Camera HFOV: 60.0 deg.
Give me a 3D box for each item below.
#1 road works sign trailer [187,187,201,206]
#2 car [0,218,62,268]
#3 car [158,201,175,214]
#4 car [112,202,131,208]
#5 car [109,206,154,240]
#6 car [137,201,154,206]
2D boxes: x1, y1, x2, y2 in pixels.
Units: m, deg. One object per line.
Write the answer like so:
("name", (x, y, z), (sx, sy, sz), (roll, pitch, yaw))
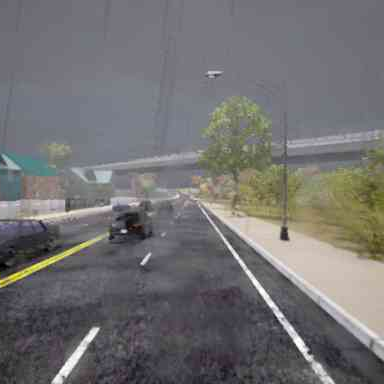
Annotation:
("road works sign trailer", (0.368, 0.856, 66.122), (2.380, 3.560, 2.880), (7, -5, 1))
("car", (-6.536, 1.684, 12.039), (2.033, 1.411, 5.357), (0, -1, 1))
("car", (-3.146, 1.920, 41.162), (1.837, 1.490, 4.892), (0, 0, 0))
("car", (-9.795, 2.094, 46.402), (1.895, 1.301, 4.718), (0, -1, 0))
("car", (-3.204, 1.707, 18.089), (1.812, 1.442, 4.674), (0, 0, 1))
("car", (-6.544, 1.991, 46.990), (1.837, 1.490, 4.892), (0, 0, 0))
